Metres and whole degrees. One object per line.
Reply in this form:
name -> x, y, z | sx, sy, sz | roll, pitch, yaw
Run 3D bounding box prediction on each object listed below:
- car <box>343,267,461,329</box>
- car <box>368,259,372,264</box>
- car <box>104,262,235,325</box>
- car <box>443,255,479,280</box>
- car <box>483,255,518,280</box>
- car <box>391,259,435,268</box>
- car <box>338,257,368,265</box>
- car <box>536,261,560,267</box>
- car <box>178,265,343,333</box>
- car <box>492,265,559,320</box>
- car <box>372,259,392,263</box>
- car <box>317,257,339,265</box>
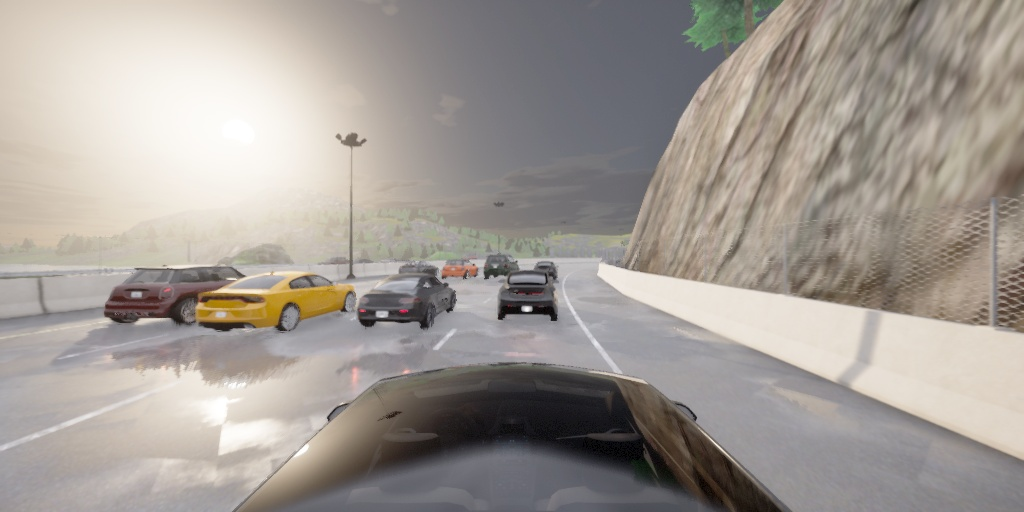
car -> -3.035, 1.246, 11.038 | 1.812, 1.442, 4.674 | 0, 0, 3
car -> -17.748, 1.112, 50.756 | 1.812, 1.442, 4.674 | 0, 0, 16
car -> -9.964, 1.052, 11.757 | 2.097, 1.767, 4.553 | 0, 0, 3
car -> -4.262, 1.023, 30.199 | 2.097, 1.767, 4.553 | 0, 0, 10
car -> -0.812, 0.902, 29.839 | 2.150, 2.045, 5.566 | 0, 0, 10
car -> -7.802, 1.153, 30.306 | 2.128, 1.511, 4.902 | 0, 0, 10
car -> -21.504, 1.083, 50.320 | 1.837, 1.490, 4.892 | 0, 0, 15
car -> 2.929, 1.192, 30.762 | 1.837, 1.490, 4.892 | 0, 0, 10
car -> -6.548, 1.189, 10.706 | 1.882, 1.535, 5.008 | 0, 0, 3
car -> 0.578, 1.230, 12.489 | 1.837, 1.490, 4.892 | 0, 0, 4
car -> -15.325, 1.094, 46.273 | 2.128, 1.511, 4.902 | 0, 0, 14
car -> -25.103, 0.922, 50.374 | 2.097, 1.767, 4.553 | 0, 0, 15
